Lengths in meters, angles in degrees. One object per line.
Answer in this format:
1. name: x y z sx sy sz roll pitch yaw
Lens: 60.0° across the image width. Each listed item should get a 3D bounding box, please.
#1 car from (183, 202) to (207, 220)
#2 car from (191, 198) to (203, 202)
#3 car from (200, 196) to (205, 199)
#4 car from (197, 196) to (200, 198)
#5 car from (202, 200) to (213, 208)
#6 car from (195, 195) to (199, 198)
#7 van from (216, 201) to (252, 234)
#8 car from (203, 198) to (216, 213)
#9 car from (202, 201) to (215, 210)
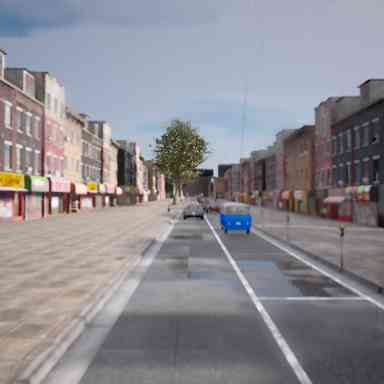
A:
1. car: 0.131 1.939 32.465 1.994 1.385 4.181 0 -1 0
2. car: 0.125 1.948 42.964 1.882 1.535 5.008 0 0 0
3. car: 2.691 1.833 48.658 2.192 1.841 5.009 1 0 0
4. car: 2.714 2.276 76.363 2.008 1.369 4.403 1 0 0
5. car: 2.699 2.132 59.909 1.752 1.417 4.829 1 0 0
6. car: 2.727 2.111 87.446 2.192 1.841 5.009 1 0 0
7. van: 2.663 1.597 20.951 1.690 1.788 3.998 0 -1 0
8. car: 2.684 1.912 43.116 1.967 1.590 4.097 1 0 0
9. car: 2.693 2.128 54.197 1.947 1.339 4.313 1 0 0
